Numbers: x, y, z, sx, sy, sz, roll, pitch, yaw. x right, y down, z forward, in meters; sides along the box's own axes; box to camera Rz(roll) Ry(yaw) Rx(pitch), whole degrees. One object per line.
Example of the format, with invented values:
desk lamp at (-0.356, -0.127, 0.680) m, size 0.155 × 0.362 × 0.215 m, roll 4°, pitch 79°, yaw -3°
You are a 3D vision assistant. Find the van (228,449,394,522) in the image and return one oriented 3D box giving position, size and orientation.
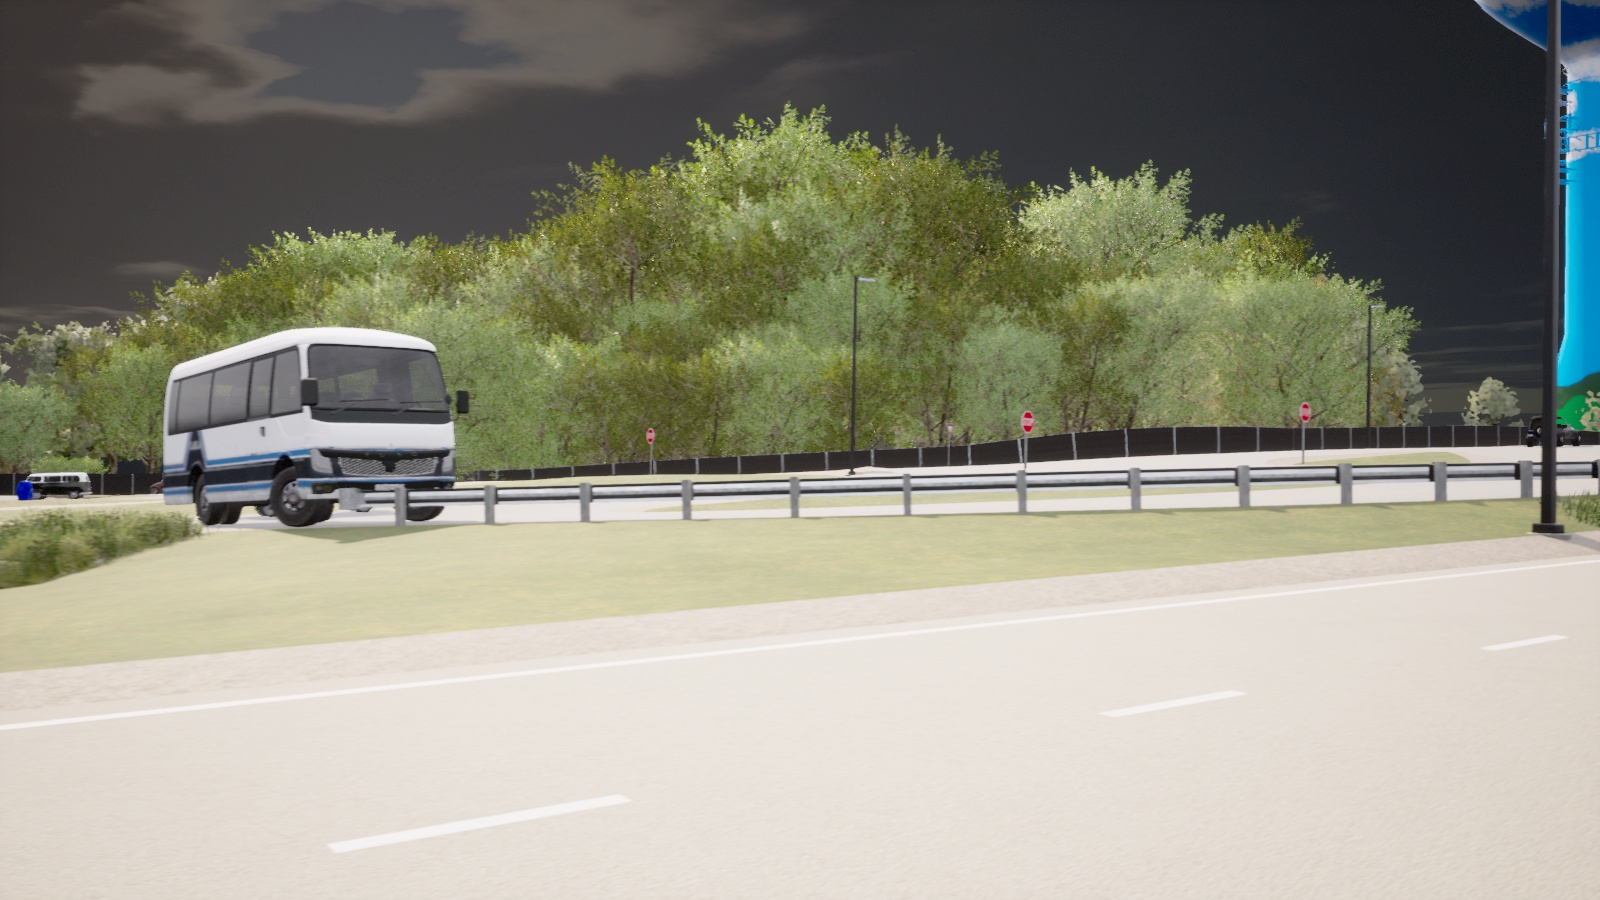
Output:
van at (-14.929, 1.040, 38.391) m, size 4.442 × 1.987 × 1.775 m, roll -2°, pitch 1°, yaw -30°

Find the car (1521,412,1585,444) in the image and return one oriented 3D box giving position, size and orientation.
car at (45.121, -1.316, 75.211) m, size 3.866 × 1.878 × 1.905 m, roll -1°, pitch 1°, yaw -37°

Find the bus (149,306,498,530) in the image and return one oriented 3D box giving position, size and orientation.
bus at (-11.329, -0.376, 28.950) m, size 3.944 × 4.253 × 10.273 m, roll 0°, pitch -3°, yaw -42°
